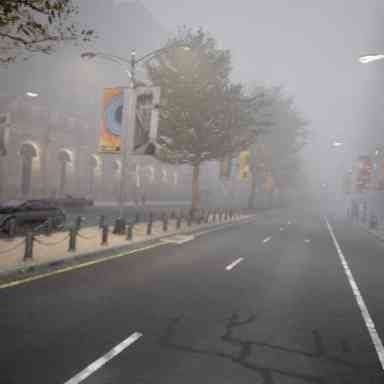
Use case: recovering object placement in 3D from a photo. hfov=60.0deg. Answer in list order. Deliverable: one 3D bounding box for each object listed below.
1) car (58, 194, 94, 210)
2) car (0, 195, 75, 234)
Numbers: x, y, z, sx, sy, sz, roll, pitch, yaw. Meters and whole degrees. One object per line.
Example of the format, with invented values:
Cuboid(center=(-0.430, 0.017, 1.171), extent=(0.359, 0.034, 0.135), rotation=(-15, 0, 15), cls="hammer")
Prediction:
Cuboid(center=(-10.116, 0.797, 26.837), extent=(1.895, 1.301, 4.718), rotation=(4, 0, 21), cls="car")
Cuboid(center=(-7.601, 0.967, 14.787), extent=(1.994, 1.385, 4.181), rotation=(4, 0, 21), cls="car")
